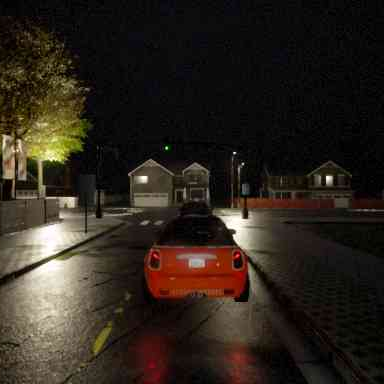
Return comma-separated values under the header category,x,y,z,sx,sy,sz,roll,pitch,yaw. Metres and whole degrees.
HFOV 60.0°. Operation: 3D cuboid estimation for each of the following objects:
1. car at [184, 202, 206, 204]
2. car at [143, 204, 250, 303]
category,x,y,z,sx,sy,sz,roll,pitch,yaw
car,0.226,1.364,19.940,2.097,1.767,4.553,0,0,3
car,0.084,1.357,8.372,2.097,1.767,4.553,0,0,0
